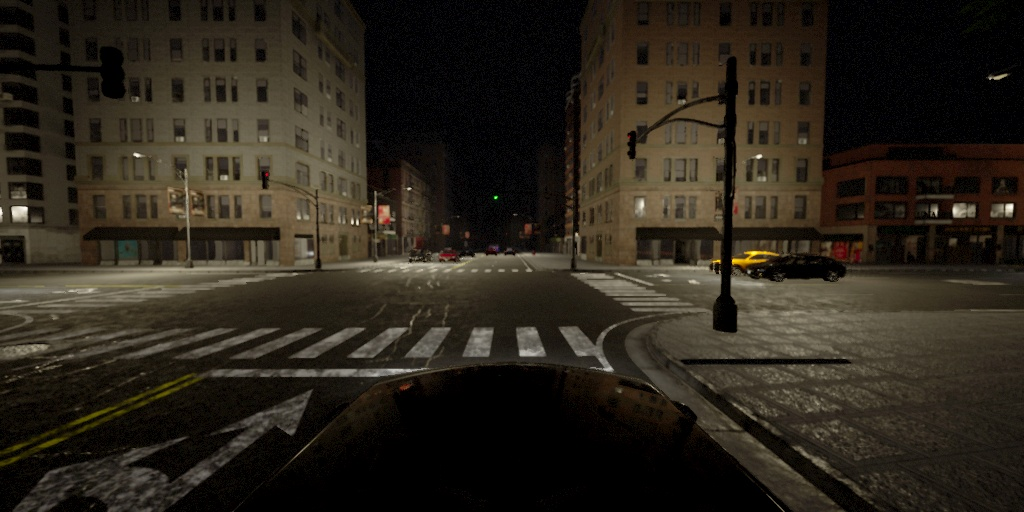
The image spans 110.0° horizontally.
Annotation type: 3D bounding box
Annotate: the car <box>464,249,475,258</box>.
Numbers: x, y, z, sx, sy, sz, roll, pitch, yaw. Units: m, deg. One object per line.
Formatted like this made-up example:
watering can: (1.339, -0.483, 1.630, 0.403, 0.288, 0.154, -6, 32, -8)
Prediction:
car: (-6.892, -0.423, 55.724, 1.994, 1.385, 4.181, 0, 2, 0)

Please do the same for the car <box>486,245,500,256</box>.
car: (-3.646, -0.768, 64.202, 1.882, 1.535, 5.008, 0, 2, 0)

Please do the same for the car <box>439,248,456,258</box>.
car: (-10.140, -0.493, 56.727, 1.812, 1.442, 4.674, 0, 2, 0)

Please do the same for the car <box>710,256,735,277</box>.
car: (15.382, 0.470, 22.951, 5.008, 1.535, 1.882, 0, 3, 0)

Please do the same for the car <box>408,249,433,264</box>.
car: (-10.071, 0.018, 39.664, 1.837, 1.490, 4.892, 0, 2, 0)

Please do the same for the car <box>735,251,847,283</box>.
car: (15.443, 0.639, 19.706, 4.892, 1.490, 1.837, 0, 3, 0)

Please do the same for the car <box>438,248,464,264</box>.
car: (-6.823, 0.044, 39.513, 1.812, 1.442, 4.674, 0, 2, 0)

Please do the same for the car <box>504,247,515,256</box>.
car: (-0.398, -0.694, 64.608, 1.994, 1.385, 4.181, 0, 2, 0)
